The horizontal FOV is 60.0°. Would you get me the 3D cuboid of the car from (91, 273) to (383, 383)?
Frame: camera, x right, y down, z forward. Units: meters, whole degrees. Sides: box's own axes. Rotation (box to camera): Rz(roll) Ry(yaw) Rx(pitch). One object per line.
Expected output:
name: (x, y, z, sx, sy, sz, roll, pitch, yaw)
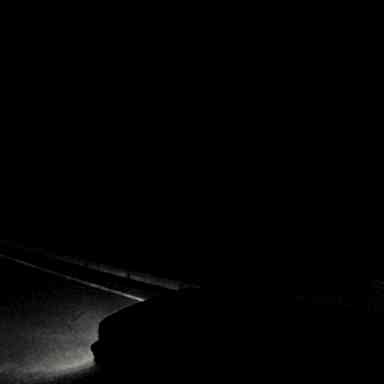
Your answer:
car: (1.403, 1.553, 3.049, 5.357, 1.411, 2.033, 0, 0, 37)
